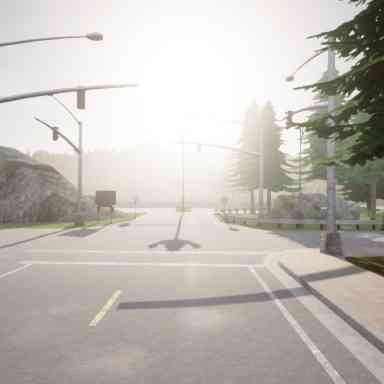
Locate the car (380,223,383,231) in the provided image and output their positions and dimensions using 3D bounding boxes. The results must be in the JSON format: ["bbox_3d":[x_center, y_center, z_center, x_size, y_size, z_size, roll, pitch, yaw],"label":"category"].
[{"bbox_3d":[15.040,2.057,21.130,5.357,1.411,2.033,0,-1,-2],"label":"car"}]
